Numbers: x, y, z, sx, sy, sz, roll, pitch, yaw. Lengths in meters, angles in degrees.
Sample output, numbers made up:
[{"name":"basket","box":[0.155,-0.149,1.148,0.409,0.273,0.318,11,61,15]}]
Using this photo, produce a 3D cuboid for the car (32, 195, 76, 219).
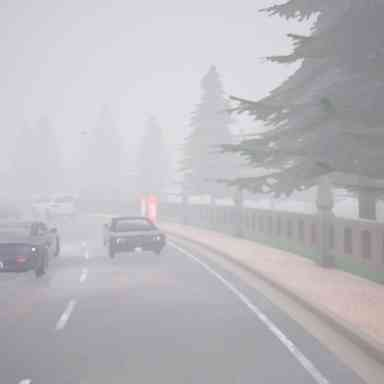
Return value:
[{"name":"car","box":[-12.100,1.311,29.042,2.150,2.045,5.566,0,0,-43]}]

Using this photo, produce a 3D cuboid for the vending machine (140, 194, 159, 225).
[{"name":"vending machine","box":[-3.018,1.216,23.732,1.100,2.100,0.880,0,0,-31]}]

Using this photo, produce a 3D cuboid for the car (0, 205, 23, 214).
[{"name":"car","box":[-16.097,1.721,28.163,4.718,1.301,1.895,0,0,44]}]

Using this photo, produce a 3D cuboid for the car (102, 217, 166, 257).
[{"name":"car","box":[-2.488,1.618,13.153,1.895,1.301,4.718,0,0,-19]}]

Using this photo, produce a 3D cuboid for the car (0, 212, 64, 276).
[{"name":"car","box":[-5.203,1.564,10.083,1.812,1.442,4.674,0,0,-15]}]
